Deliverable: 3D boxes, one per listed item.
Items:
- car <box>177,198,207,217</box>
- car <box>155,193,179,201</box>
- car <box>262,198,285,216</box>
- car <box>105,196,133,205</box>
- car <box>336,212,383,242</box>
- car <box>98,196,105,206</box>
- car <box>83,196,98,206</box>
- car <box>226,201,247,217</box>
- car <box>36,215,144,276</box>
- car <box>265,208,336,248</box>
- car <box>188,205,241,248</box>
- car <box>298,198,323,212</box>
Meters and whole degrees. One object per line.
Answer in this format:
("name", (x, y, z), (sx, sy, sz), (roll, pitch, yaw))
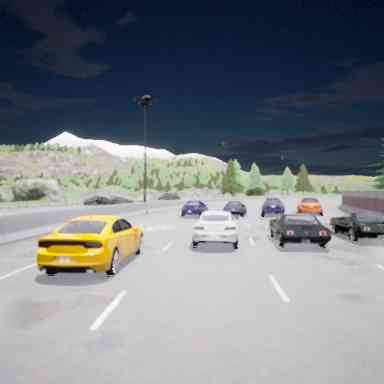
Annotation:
("car", (0.291, 1.501, 30.735), (1.812, 1.442, 4.674), (0, 0, 12))
("car", (-3.845, 1.167, 53.654), (2.150, 2.045, 5.566), (0, 0, 21))
("car", (7.846, 1.346, 32.121), (2.097, 1.767, 4.553), (0, 0, 14))
("car", (-9.918, 1.500, 46.884), (1.994, 1.385, 4.181), (0, 0, 18))
("car", (8.298, 1.609, 16.276), (1.895, 1.301, 4.718), (0, 0, 7))
("car", (-11.976, 1.403, 51.706), (1.882, 1.535, 5.008), (0, 0, 20))
("car", (-15.278, 1.421, 52.894), (1.837, 1.490, 4.892), (0, 0, 19))
("car", (4.141, 1.548, 31.710), (1.994, 1.385, 4.181), (0, 0, 14))
("car", (-2.850, 1.461, 10.408), (1.882, 1.535, 5.008), (0, 0, 4))
("car", (4.601, 1.600, 14.875), (1.895, 1.301, 4.718), (0, 0, 7))
("car", (1.085, 1.516, 14.684), (1.812, 1.442, 4.674), (0, 0, 6))
("car", (11.820, 1.355, 33.490), (2.097, 1.767, 4.553), (0, 0, 15))
